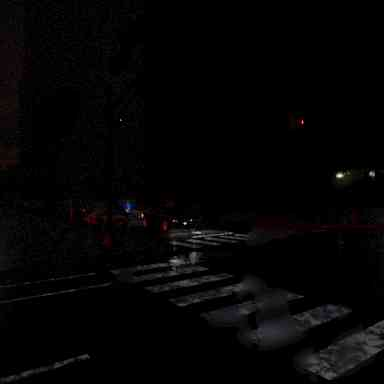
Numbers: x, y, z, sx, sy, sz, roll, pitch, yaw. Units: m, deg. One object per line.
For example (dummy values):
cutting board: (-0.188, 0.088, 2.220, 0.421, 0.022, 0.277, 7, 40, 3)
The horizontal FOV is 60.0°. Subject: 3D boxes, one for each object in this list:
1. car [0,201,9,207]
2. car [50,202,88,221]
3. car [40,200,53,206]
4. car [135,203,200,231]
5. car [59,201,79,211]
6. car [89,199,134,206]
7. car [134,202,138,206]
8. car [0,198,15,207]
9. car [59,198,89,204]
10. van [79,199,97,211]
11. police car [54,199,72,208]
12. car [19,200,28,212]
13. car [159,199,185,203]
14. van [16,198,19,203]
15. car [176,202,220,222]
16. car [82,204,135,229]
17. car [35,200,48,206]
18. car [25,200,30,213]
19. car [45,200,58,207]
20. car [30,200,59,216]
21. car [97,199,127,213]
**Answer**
car: (-44.383, 2.771, 78.066, 1.802, 1.307, 4.206, -1, 0, -35)
car: (-11.996, 2.004, 32.518, 2.008, 1.369, 4.403, -1, 0, -35)
car: (-34.726, 2.660, 79.195, 1.947, 1.339, 4.313, -1, 0, -35)
car: (-1.807, 1.759, 22.839, 1.837, 1.490, 4.892, 0, -1, -35)
car: (-20.074, 2.234, 54.011, 1.837, 1.490, 4.892, 0, 0, -35)
car: (-7.565, 1.741, 30.900, 2.097, 1.767, 4.553, 0, -1, -35)
car: (-4.308, 1.961, 31.798, 1.895, 1.301, 4.718, 0, -1, -35)
car: (-41.268, 2.666, 73.684, 1.887, 1.381, 4.507, -1, 0, -35)
car: (-13.723, 1.755, 39.576, 2.150, 2.045, 5.566, 0, -1, -35)
van: (-17.042, 2.038, 54.383, 1.690, 1.788, 3.998, -1, 0, -35)
police car: (-25.432, 2.307, 65.456, 1.930, 1.638, 5.238, 0, -1, -35)
car: (-23.324, 2.157, 48.445, 1.967, 1.590, 4.097, -1, 0, -35)
car: (-2.327, 1.669, 33.637, 2.192, 1.841, 5.009, -1, 0, -35)
van: (-26.157, 2.123, 52.427, 1.690, 1.788, 3.998, -1, 0, -35)
car: (0.622, 1.829, 29.487, 1.887, 1.381, 4.507, -1, 0, -35)
car: (-6.236, 1.843, 24.416, 1.752, 1.417, 4.829, -1, 0, -35)
car: (-37.740, 2.710, 83.434, 2.008, 1.369, 4.403, -1, 0, -35)
car: (-20.491, 2.196, 44.463, 1.887, 1.381, 4.507, -1, 0, -35)
car: (-31.710, 2.595, 74.954, 1.947, 1.339, 4.313, -1, 0, -35)
car: (-17.664, 1.901, 40.482, 2.192, 1.841, 5.009, -1, 0, -35)
car: (-11.156, 1.875, 46.084, 2.192, 1.841, 5.009, -1, 0, -35)
